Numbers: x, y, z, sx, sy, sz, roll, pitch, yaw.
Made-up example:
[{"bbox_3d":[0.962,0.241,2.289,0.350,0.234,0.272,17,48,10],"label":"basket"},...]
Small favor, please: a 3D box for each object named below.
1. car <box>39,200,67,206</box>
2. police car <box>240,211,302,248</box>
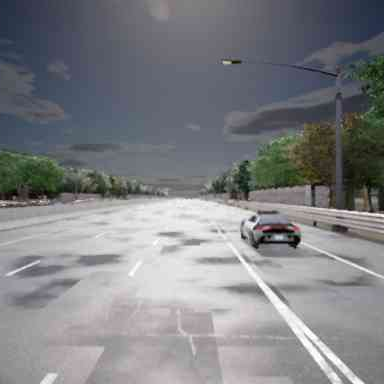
[{"bbox_3d":[-17.573,2.053,43.895,2.033,1.411,5.357,0,-1,0],"label":"car"},{"bbox_3d":[3.525,1.688,15.903,2.038,1.542,4.974,0,-1,0],"label":"police car"}]
